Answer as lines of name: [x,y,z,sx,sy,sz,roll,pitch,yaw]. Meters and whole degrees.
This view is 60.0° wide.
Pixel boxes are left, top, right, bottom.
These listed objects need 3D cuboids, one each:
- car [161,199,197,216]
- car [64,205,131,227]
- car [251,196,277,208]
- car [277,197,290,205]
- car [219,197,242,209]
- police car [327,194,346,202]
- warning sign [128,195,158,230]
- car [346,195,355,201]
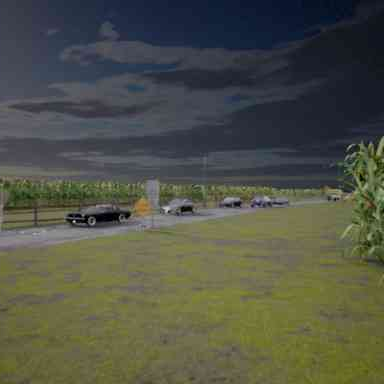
car: [-1.202,1.453,32.797,2.128,1.511,4.902,1,0,28]
car: [-6.452,1.573,23.162,1.895,1.301,4.718,1,0,29]
car: [10.251,1.318,48.285,2.097,1.767,4.553,1,0,30]
car: [15.166,1.522,56.524,1.994,1.385,4.181,1,0,34]
car: [5.276,1.422,45.175,1.882,1.535,5.008,1,1,28]
police car: [33.413,1.365,77.743,1.930,1.638,5.238,1,1,45]
warning sign: [-2.751,1.139,18.835,1.300,1.860,1.060,1,0,30]
car: [40.619,1.385,84.572,5.366,1.575,1.801,0,1,-42]
